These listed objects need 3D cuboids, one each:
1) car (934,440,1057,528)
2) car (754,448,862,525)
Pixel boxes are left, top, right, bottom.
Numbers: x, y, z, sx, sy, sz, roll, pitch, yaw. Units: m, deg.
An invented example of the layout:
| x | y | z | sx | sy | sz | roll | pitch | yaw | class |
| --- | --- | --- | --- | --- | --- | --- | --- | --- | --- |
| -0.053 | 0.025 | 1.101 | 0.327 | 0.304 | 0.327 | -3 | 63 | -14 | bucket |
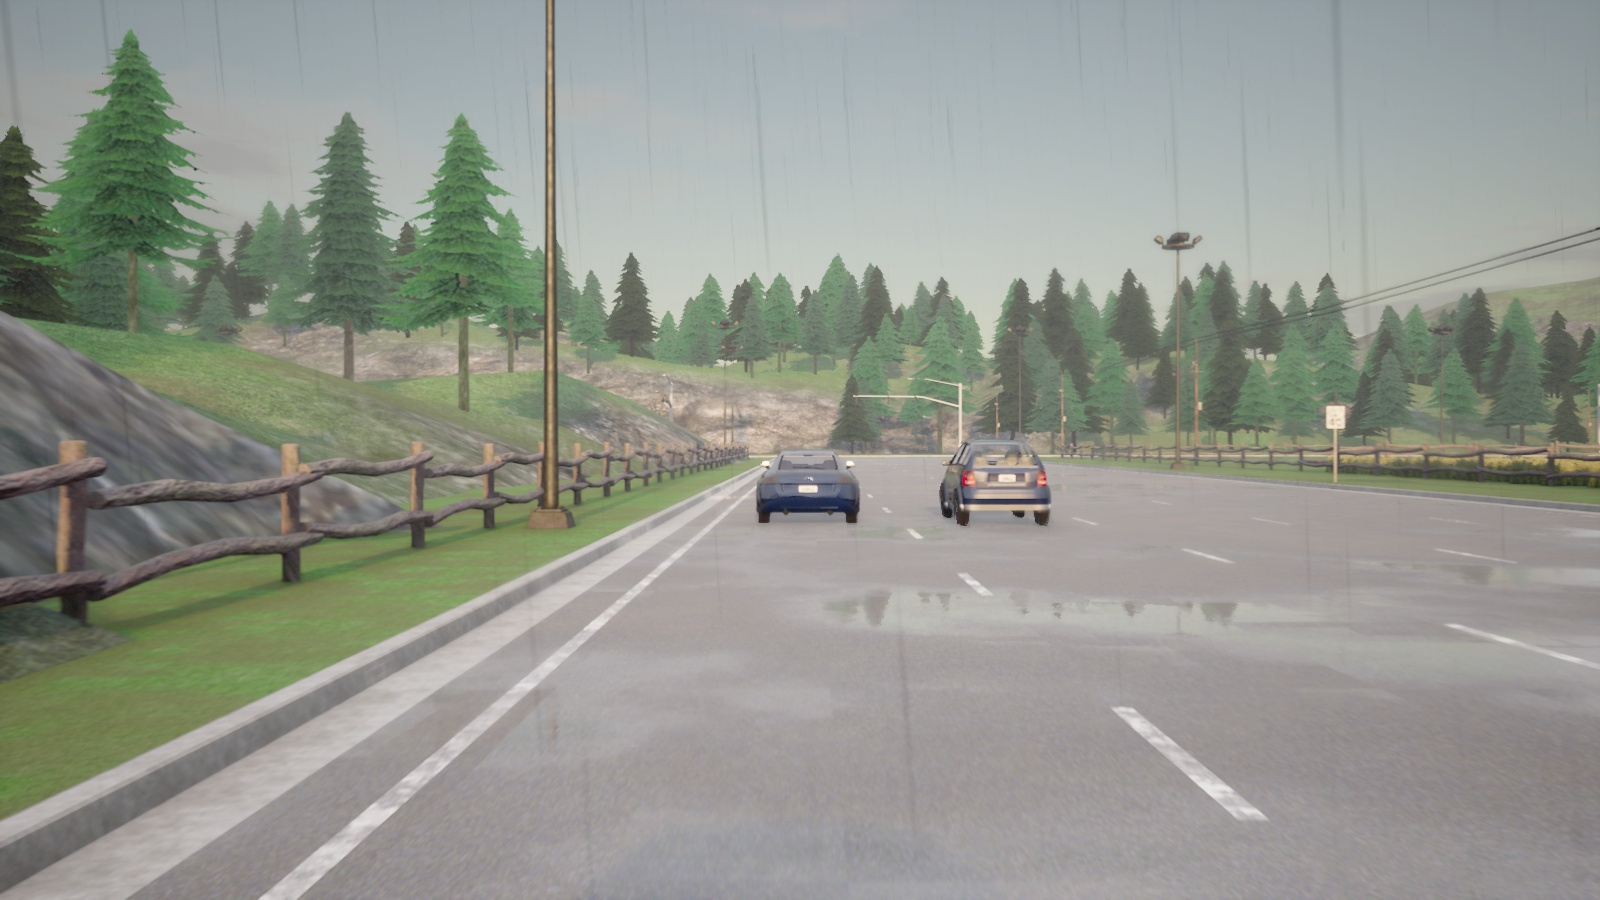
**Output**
| x | y | z | sx | sy | sz | roll | pitch | yaw | class |
| --- | --- | --- | --- | --- | --- | --- | --- | --- | --- |
| 3.652 | 0.593 | 23.997 | 1.789 | 1.549 | 3.705 | 0 | 0 | 0 | car |
| 0.158 | 0.670 | 25.157 | 1.994 | 1.385 | 4.181 | 0 | 0 | 0 | car |
